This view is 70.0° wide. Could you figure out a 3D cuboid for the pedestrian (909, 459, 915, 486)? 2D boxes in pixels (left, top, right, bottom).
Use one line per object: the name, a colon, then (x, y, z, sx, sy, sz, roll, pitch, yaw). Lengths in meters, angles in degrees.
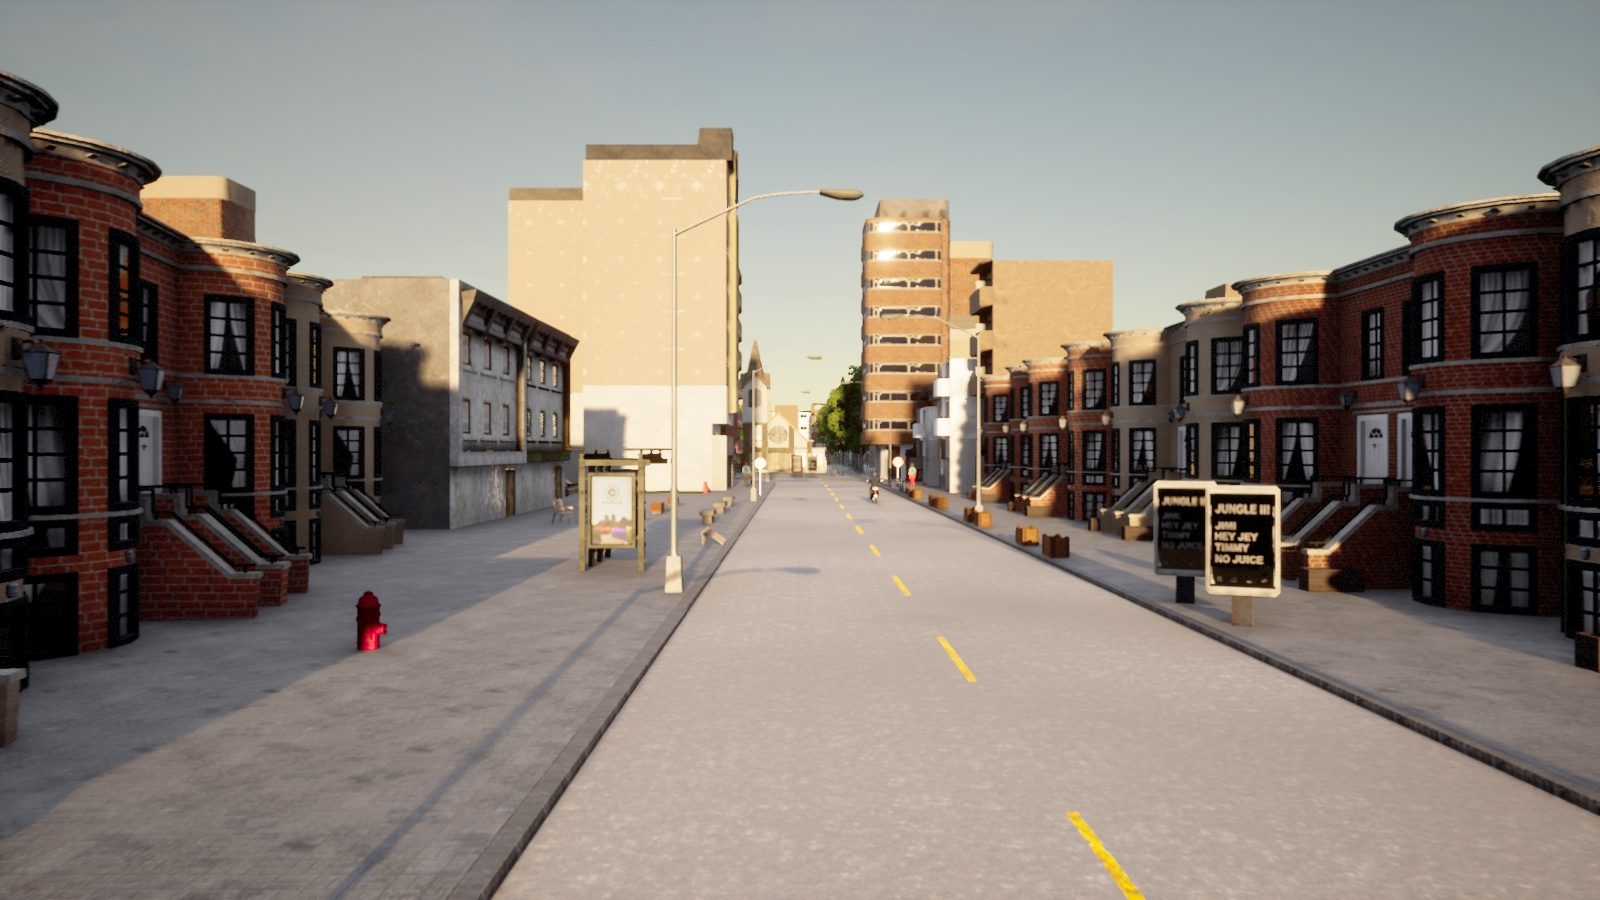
pedestrian: (7.599, 1.525, 77.264, 0.375, 1.860, 0.375, 0, 0, -1)
